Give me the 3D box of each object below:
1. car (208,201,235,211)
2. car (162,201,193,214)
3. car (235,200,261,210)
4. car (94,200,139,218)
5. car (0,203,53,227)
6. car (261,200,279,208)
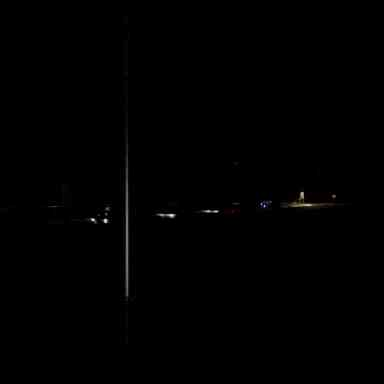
[{"bbox_3d":[4.086,1.994,49.053,1.994,1.385,4.181,-1,-1,35],"label":"car"},{"bbox_3d":[-1.683,1.865,40.823,1.812,1.442,4.674,-1,-1,35],"label":"car"},{"bbox_3d":[7.800,1.914,49.389,2.128,1.511,4.902,-1,-1,35],"label":"car"},{"bbox_3d":[-7.368,1.599,32.661,2.097,1.767,4.553,-1,-1,35],"label":"car"},{"bbox_3d":[-12.885,1.634,24.726,1.882,1.535,5.008,-1,-1,35],"label":"car"},{"bbox_3d":[13.493,2.112,57.656,1.895,1.301,4.718,-1,-1,35],"label":"car"}]
